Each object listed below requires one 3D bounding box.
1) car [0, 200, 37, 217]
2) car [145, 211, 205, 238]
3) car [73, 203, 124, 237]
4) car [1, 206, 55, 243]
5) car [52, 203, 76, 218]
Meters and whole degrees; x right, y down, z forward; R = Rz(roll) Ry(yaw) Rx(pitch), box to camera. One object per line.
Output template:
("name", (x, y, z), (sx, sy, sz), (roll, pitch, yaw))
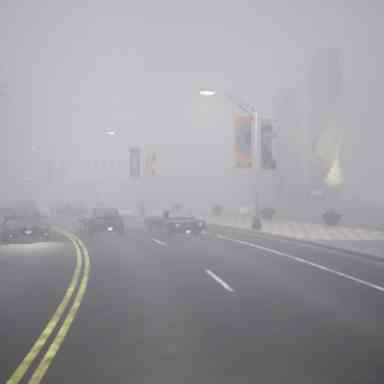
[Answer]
("car", (-16.568, 1.514, 31.674), (4.553, 1.767, 2.097), (0, 0, 38))
("car", (-1.147, 1.684, 18.574), (1.895, 1.301, 4.718), (0, 0, -25))
("car", (-5.199, 1.592, 18.660), (1.837, 1.490, 4.892), (0, -1, -28))
("car", (-8.419, 1.649, 16.886), (1.994, 1.385, 4.181), (0, 0, -30))
("car", (-11.921, 1.759, 32.515), (4.718, 1.301, 1.895), (0, 0, 41))
